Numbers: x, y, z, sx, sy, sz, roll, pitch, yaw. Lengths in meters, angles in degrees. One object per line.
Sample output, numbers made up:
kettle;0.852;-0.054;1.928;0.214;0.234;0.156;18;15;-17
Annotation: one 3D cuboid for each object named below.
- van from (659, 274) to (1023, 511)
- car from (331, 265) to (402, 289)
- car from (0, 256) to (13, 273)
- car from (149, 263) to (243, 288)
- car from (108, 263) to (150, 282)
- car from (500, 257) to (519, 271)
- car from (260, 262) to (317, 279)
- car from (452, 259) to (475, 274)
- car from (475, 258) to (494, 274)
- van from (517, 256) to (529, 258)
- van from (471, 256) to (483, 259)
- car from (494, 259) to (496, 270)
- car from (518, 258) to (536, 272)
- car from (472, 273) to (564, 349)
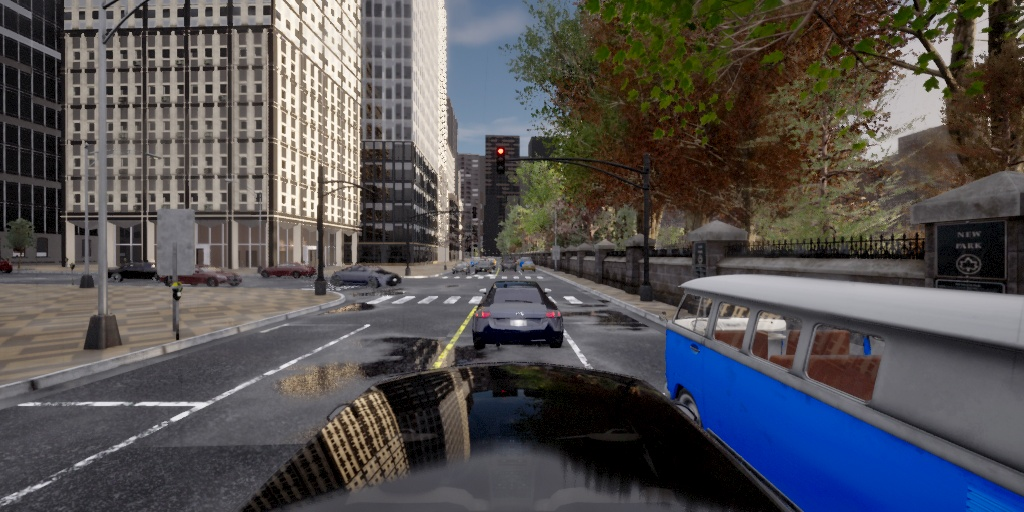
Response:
van;2.568;1.091;2.622;1.690;1.789;3.998;0;0;0
car;-8.896;1.233;22.003;4.181;1.385;1.994;1;0;17
car;-45.545;0.676;30.500;4.097;1.591;1.967;0;0;1
car;-18.158;1.149;20.967;4.207;1.307;1.802;0;0;4
car;-24.068;1.094;23.882;4.718;1.301;1.895;1;0;4
car;-0.401;1.225;47.778;2.128;1.511;4.902;0;0;-1
car;-18.095;1.127;29.080;4.207;1.307;1.802;0;0;4
car;-5.645;1.288;40.287;2.007;1.370;4.403;0;0;-1
car;-3.230;1.242;40.862;1.837;1.490;4.892;0;0;-3
van;1.990;1.071;51.714;1.690;1.789;3.998;0;0;-1
van;-6.332;1.064;62.462;1.690;1.789;3.998;0;0;-2
car;-3.417;1.296;50.841;1.994;1.385;4.181;0;0;-2
car;2.114;1.260;46.341;1.751;1.417;4.829;0;0;-1
car;0.098;1.313;9.202;1.994;1.385;4.181;0;0;-1
